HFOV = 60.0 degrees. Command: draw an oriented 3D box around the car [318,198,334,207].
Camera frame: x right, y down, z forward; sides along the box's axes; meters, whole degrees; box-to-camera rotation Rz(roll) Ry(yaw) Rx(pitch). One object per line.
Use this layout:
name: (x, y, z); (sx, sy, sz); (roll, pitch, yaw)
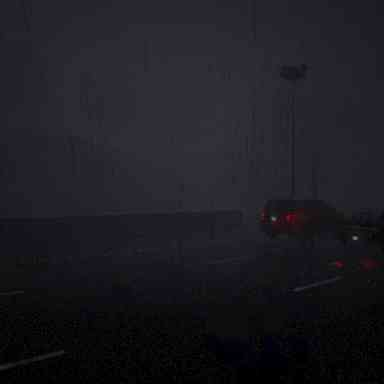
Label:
car: (26.666, 2.057, 66.137); (1.882, 1.535, 5.008); (0, 0, 34)

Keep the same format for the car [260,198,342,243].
car: (5.880, 1.359, 17.257); (5.566, 2.045, 2.150); (1, 0, -40)

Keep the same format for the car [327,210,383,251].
car: (8.331, 1.639, 14.749); (4.902, 1.511, 2.128); (1, 0, -40)

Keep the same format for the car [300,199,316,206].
car: (23.660, 2.164, 67.938); (1.895, 1.301, 4.718); (0, 0, 34)
